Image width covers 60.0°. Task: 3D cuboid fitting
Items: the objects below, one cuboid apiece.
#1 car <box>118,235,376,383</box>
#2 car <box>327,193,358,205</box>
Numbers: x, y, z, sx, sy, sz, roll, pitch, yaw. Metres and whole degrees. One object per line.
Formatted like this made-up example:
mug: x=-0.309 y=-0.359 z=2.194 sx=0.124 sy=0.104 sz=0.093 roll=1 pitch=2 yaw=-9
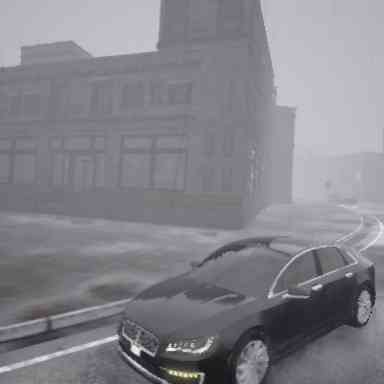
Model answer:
car: x=1.219 y=1.523 z=5.314 sx=4.892 sy=1.490 sz=1.837 roll=0 pitch=1 yaw=-40
car: x=18.859 y=0.800 z=41.930 sx=2.033 sy=1.411 sz=5.357 roll=3 pitch=2 yaw=1
